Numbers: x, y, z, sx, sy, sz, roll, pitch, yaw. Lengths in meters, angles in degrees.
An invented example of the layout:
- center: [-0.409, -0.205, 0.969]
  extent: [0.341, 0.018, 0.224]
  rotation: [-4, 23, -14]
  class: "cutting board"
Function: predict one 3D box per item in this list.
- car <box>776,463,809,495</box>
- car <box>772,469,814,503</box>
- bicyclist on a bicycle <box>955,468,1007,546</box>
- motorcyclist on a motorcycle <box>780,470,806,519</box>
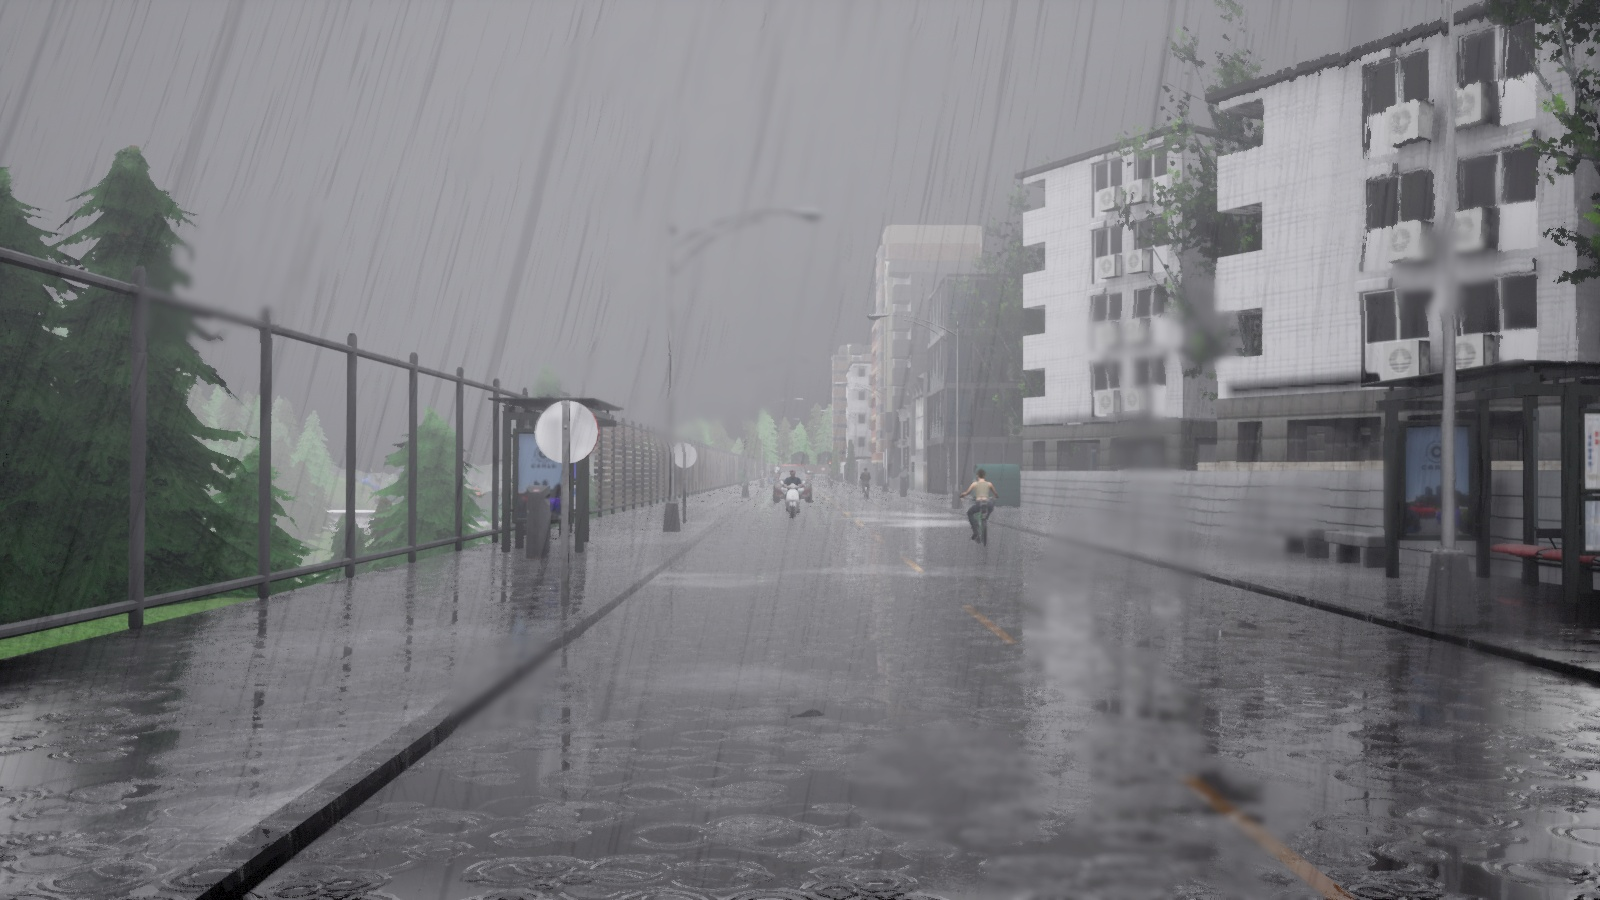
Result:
- center: [-0.488, 1.953, 84.632]
  extent: [2.150, 2.045, 5.566]
  rotation: [0, -1, 0]
  class: "car"
- center: [-0.362, 1.813, 63.663]
  extent: [2.033, 1.649, 4.856]
  rotation: [0, -1, 0]
  class: "car"
- center: [3.847, 1.185, 26.792]
  extent: [0.866, 1.612, 1.509]
  rotation: [0, -1, 0]
  class: "bicyclist on a bicycle"
- center: [-0.232, 1.469, 41.780]
  extent: [0.866, 1.590, 1.817]
  rotation: [0, -1, 0]
  class: "motorcyclist on a motorcycle"
